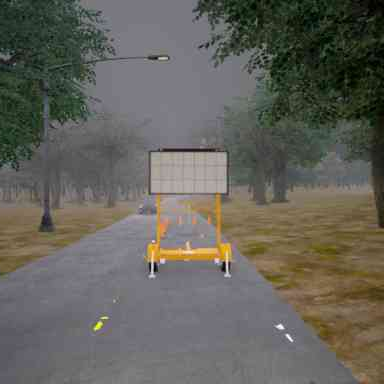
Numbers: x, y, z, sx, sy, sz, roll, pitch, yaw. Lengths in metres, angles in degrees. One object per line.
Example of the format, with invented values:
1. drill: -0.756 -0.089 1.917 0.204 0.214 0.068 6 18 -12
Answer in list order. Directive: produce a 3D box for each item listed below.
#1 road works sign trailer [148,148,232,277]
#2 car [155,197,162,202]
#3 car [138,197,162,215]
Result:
1. road works sign trailer: -0.099 0.474 10.234 2.380 3.560 2.880 0 0 -2
2. car: -8.766 1.931 87.214 1.895 1.301 4.718 0 0 -5
3. car: -4.430 1.416 34.919 2.097 1.767 4.553 0 0 -4
